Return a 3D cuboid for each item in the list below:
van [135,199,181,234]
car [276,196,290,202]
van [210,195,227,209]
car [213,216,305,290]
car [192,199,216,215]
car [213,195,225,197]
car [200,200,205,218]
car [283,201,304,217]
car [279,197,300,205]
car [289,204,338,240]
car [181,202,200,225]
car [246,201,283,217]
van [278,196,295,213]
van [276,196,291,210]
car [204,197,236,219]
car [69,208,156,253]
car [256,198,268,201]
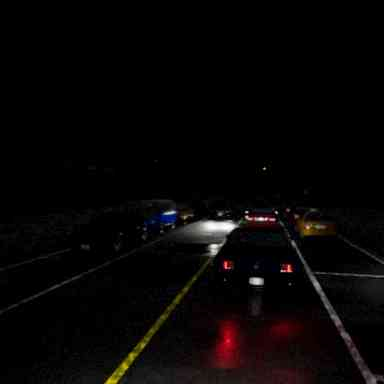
[{"bbox_3d":[-2.064,1.307,18.915,1.690,1.788,3.998,0,0,12],"label":"van"},{"bbox_3d":[9.710,1.356,33.064,2.192,1.841,5.009,0,0,12],"label":"car"},{"bbox_3d":[3.670,1.329,45.492,1.690,1.788,3.998,0,0,12],"label":"van"},{"bbox_3d":[1.842,1.605,9.223,1.895,1.301,4.718,0,0,12],"label":"car"},{"bbox_3d":[1.339,1.503,34.696,1.752,1.417,4.829,0,0,12],"label":"car"},{"bbox_3d":[2.522,1.423,40.177,1.967,1.590,4.097,0,0,12],"label":"car"},{"bbox_3d":[0.228,1.539,29.546,1.947,1.339,4.313,0,0,12],"label":"car"},{"bbox_3d":[7.415,1.577,22.433,1.887,1.381,4.507,0,0,12],"label":"car"},{"bbox_3d":[8.562,1.477,27.748,1.967,1.590,4.097,0,0,12],"label":"car"},{"bbox_3d":[6.304,1.554,17.284,1.752,1.417,4.829,0,0,12],"label":"car"},{"bbox_3d":[-0.954,1.495,24.065,1.752,1.417,4.829,0,0,12],"label":"car"},{"bbox_3d":[4.352,1.559,20.862,2.033,1.411,5.357,0,0,12],"label":"car"},{"bbox_3d":[10.856,1.388,38.379,1.690,1.788,3.998,0,0,12],"label":"van"},{"bbox_3d":[12.003,1.393,43.694,1.690,1.788,3.998,0,0,12],"label":"van"},{"bbox_3d":[2.707,1.484,28.356,2.128,1.511,4.902,0,0,12],"label":"car"},{"bbox_3d":[-3.212,1.528,13.600,1.947,1.339,4.313,0,0,12],"label":"car"},{"bbox_3d":[8.817,1.506,42.030,1.882,1.535,5.008,0,0,12],"label":"car"}]
